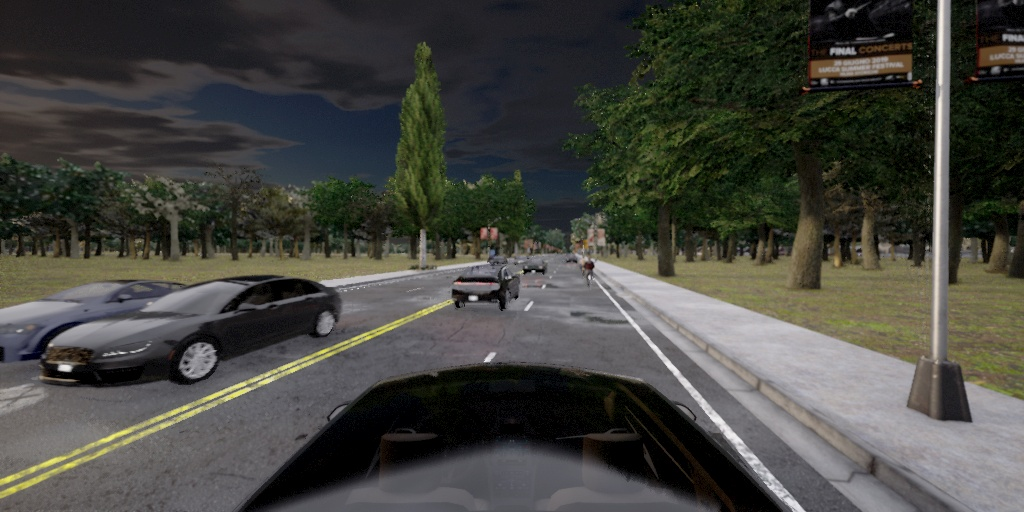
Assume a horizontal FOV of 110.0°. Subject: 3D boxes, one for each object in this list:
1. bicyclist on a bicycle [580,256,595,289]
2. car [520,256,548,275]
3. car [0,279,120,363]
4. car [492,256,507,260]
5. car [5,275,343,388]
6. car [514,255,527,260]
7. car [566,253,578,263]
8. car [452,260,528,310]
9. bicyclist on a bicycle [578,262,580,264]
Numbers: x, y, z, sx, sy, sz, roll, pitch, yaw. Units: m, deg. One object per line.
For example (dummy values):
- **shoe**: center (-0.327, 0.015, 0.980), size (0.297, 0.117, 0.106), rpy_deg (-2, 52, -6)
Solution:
- **bicyclist on a bicycle**: center (4.223, 0.893, 19.599), size (0.659, 1.776, 1.843), rpy_deg (0, 1, 9)
- **car**: center (2.158, 0.955, 32.067), size (1.895, 1.301, 4.718), rpy_deg (0, 1, 9)
- **car**: center (-8.592, 1.217, 7.773), size (1.994, 1.385, 4.181), rpy_deg (0, 1, 9)
- **car**: center (-1.786, 0.682, 49.484), size (1.994, 1.385, 4.181), rpy_deg (0, 1, 9)
- **car**: center (-5.417, 1.174, 7.048), size (1.837, 1.490, 4.892), rpy_deg (0, 1, 9)
- **car**: center (1.418, 0.623, 48.937), size (2.128, 1.511, 4.902), rpy_deg (0, 1, 9)
- **car**: center (10.134, 0.595, 60.797), size (1.895, 1.301, 4.718), rpy_deg (0, 1, 9)
- **car**: center (-0.827, 1.081, 13.751), size (2.128, 1.511, 4.902), rpy_deg (0, 1, 9)
- **bicyclist on a bicycle**: center (5.771, 0.839, 28.979), size (0.866, 1.612, 1.509), rpy_deg (0, 1, 9)
